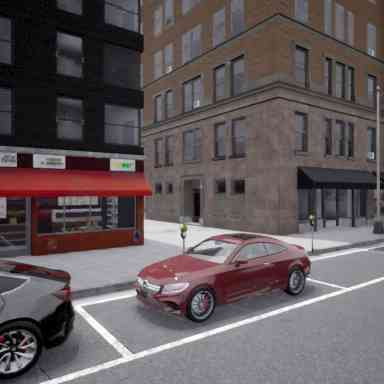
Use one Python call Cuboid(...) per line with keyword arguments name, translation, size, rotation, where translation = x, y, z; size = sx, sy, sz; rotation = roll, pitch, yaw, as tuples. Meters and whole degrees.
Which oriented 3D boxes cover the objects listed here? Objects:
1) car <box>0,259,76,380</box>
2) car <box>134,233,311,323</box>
Cuboid(name="car", translation=(-3.636, 1.566, 3.941), size=(4.313, 1.339, 1.947), rotation=(0, 0, -35))
Cuboid(name="car", translation=(0.843, 1.583, 7.135), size=(4.206, 1.307, 1.802), rotation=(0, 0, -35))
